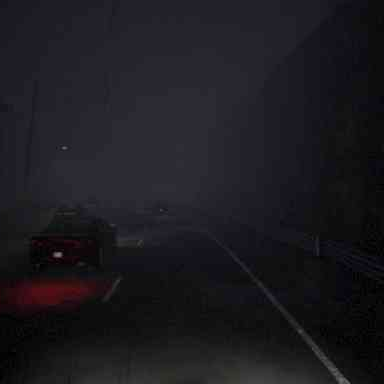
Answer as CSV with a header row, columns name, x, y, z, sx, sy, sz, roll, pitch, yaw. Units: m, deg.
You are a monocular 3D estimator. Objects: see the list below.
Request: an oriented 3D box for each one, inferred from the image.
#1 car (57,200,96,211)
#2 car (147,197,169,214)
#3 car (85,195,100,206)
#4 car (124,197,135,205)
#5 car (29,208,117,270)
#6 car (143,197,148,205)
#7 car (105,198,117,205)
name,x,y,z,sx,sy,sz,roll,pitch,yaw
car,-8.564,1.631,23.973,2.128,1.511,4.902,-1,0,-9
car,-3.567,1.569,36.336,1.837,1.490,4.892,-1,0,-10
car,-18.924,1.532,63.265,2.150,2.045,5.566,-1,0,-9
car,-12.017,1.708,64.538,1.837,1.490,4.892,-1,0,-9
car,-3.791,1.539,11.424,1.882,1.535,5.008,-1,0,-4
car,-8.547,1.626,64.989,1.882,1.535,5.008,-1,0,-9
car,-15.530,1.858,63.911,1.895,1.301,4.718,-1,0,-9
